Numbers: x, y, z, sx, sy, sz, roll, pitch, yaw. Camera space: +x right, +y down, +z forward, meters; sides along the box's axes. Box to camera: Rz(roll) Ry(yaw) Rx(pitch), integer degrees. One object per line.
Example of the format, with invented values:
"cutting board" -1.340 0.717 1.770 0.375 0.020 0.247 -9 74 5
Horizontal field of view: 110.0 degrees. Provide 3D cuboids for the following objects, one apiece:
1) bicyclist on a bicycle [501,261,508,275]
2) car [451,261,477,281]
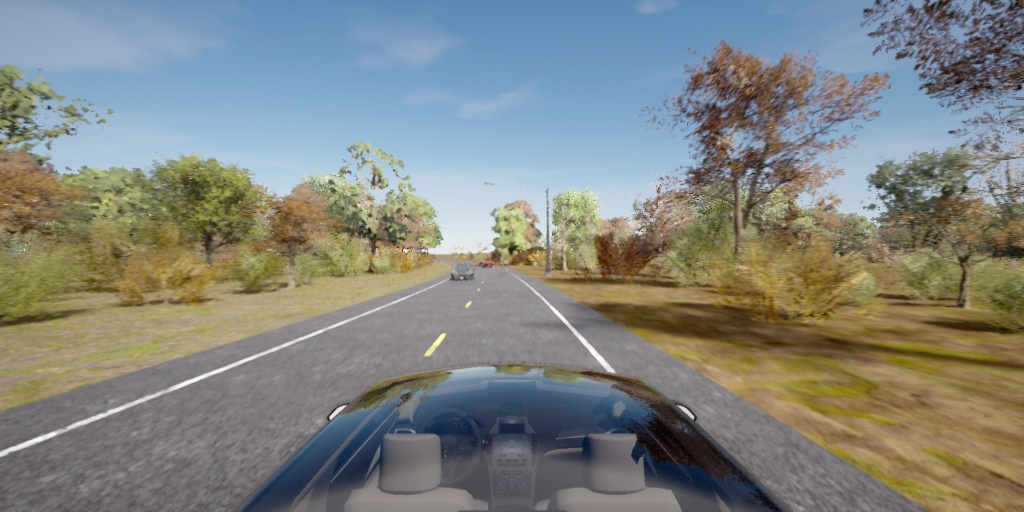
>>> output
"bicyclist on a bicycle" -0.740 1.451 45.055 0.659 1.776 1.843 0 0 -5
"car" -4.536 1.371 33.767 2.097 1.767 4.553 0 0 -3
